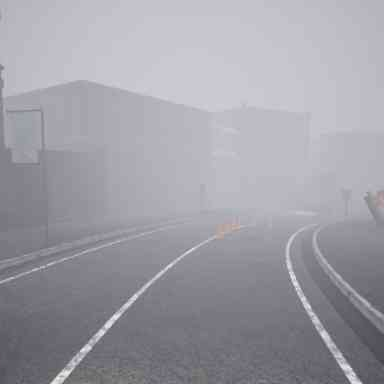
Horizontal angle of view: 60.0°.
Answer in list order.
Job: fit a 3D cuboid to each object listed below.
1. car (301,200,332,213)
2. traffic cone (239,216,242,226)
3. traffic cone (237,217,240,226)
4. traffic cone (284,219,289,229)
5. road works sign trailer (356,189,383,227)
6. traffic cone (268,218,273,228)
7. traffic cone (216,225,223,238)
[{"bbox_3d":[14.483,1.677,38.706,4.181,1.385,1.994,2,2,-40],"label":"car"},{"bbox_3d":[3.132,1.905,21.925,0.340,0.580,0.340,2,1,17],"label":"traffic cone"},{"bbox_3d":[2.538,1.909,20.015,0.340,0.580,0.340,2,1,17],"label":"traffic cone"},{"bbox_3d":[5.983,2.014,21.035,0.340,0.580,0.340,2,1,17],"label":"traffic cone"},{"bbox_3d":[11.349,1.181,20.515,2.880,2.380,3.560,-29,-18,31],"label":"road works sign trailer"},{"bbox_3d":[5.033,1.977,21.330,0.340,0.580,0.340,2,1,17],"label":"traffic cone"},{"bbox_3d":[1.352,1.914,16.196,0.340,0.580,0.340,2,1,17],"label":"traffic cone"}]
